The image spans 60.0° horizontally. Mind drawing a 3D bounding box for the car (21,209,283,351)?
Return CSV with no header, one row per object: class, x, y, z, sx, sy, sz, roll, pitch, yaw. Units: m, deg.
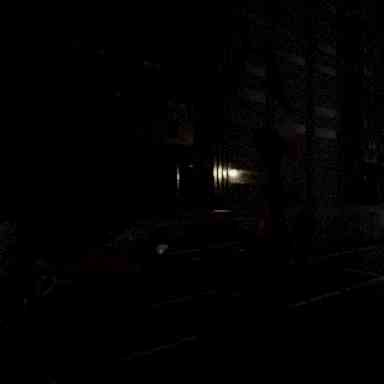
car,-0.407,1.307,6.359,5.009,1.841,2.192,0,0,-35
